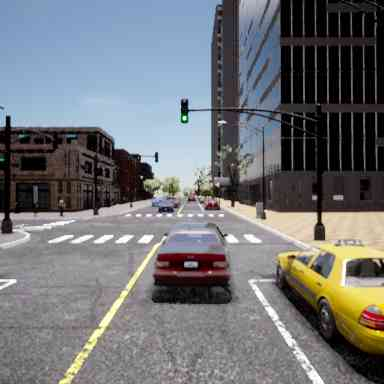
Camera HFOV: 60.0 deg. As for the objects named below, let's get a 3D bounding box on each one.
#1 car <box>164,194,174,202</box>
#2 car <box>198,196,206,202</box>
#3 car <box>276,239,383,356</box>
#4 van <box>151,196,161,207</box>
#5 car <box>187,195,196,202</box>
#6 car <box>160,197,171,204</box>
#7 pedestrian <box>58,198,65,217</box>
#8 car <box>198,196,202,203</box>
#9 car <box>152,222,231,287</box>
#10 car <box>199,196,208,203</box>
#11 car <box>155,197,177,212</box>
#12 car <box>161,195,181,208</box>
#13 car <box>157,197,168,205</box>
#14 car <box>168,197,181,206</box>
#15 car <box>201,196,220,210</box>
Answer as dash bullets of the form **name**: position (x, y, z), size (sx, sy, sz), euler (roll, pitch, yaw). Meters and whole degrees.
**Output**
- **car**: position (-5.759, 1.553, 82.792), size (2.192, 1.841, 5.009), euler (1, 0, 0)
- **car**: position (2.613, 1.799, 88.323), size (1.887, 1.381, 4.507), euler (1, 0, 0)
- **car**: position (2.832, 1.543, 6.267), size (1.752, 1.417, 4.829), euler (1, 0, 0)
- **van**: position (-5.732, 1.499, 55.120), size (1.690, 1.788, 3.998), euler (1, 0, 0)
- **car**: position (-0.082, 1.590, 81.554), size (2.097, 1.767, 4.553), euler (0, 0, 0)
- **car**: position (-5.751, 1.772, 71.723), size (1.947, 1.339, 4.313), euler (1, 0, 0)
- **pedestrian**: position (-12.577, 1.448, 32.025), size (0.375, 1.860, 0.375), euler (0, -1, 1)
- **car**: position (2.629, 1.732, 71.889), size (1.752, 1.417, 4.829), euler (1, 0, 0)
- **car**: position (0.081, 1.574, 9.480), size (2.033, 1.411, 5.357), euler (0, 0, 2)
- **car**: position (2.624, 1.748, 77.424), size (1.752, 1.417, 4.829), euler (1, 0, 0)
- **car**: position (-3.165, 1.664, 41.024), size (2.033, 1.411, 5.357), euler (0, 0, -4)
- **car**: position (-3.146, 1.498, 50.923), size (2.097, 1.767, 4.553), euler (0, 0, 0)
- **car**: position (-5.746, 1.772, 66.188), size (1.802, 1.307, 4.206), euler (1, 0, 0)
- **car**: position (-3.128, 1.667, 61.300), size (2.128, 1.511, 4.902), euler (0, 0, 0)
- **car**: position (2.658, 1.566, 44.045), size (1.967, 1.590, 4.097), euler (1, 0, 0)
